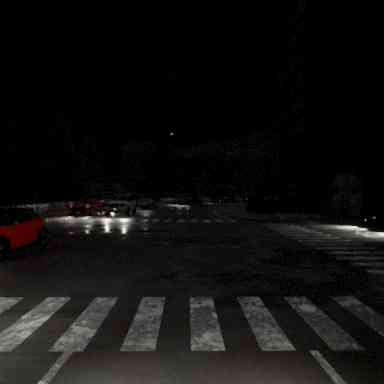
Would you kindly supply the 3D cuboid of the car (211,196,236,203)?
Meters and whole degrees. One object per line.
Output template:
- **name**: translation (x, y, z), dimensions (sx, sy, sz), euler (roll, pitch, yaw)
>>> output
- **car**: translation (6.428, 1.534, 67.067), dimensions (5.357, 1.411, 2.033), euler (0, 0, -33)

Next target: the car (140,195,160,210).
- **car**: translation (-6.062, 1.517, 43.019), dimensions (1.812, 1.442, 4.674), euler (0, 0, 12)

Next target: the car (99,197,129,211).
- **car**: translation (-9.725, 1.469, 42.083), dimensions (1.882, 1.535, 5.008), euler (0, 0, 10)

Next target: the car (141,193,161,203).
- **car**: translation (-6.961, 1.211, 51.768), dimensions (2.150, 2.045, 5.566), euler (0, 0, 26)

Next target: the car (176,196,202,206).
- **car**: translation (-0.064, 1.514, 56.441), dimensions (1.812, 1.442, 4.674), euler (0, 0, 38)

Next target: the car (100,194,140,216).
- **car**: translation (-6.947, 1.216, 32.893), dimensions (2.150, 2.045, 5.566), euler (0, 0, 1)

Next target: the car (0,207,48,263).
- **car**: translation (-7.092, 1.388, 12.038), dimensions (2.097, 1.767, 4.553), euler (0, 0, 0)

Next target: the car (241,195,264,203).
- **car**: translation (12.091, 1.404, 66.069), dimensions (4.553, 1.767, 2.097), euler (0, 0, -23)

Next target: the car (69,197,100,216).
- **car**: translation (-10.396, 1.345, 32.885), dimensions (2.097, 1.767, 4.553), euler (0, 0, 3)

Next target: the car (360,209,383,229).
- **car**: translation (13.098, 1.615, 21.272), dimensions (4.181, 1.385, 1.994), euler (0, 0, 0)

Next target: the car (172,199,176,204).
- **car**: translation (-1.578, 1.513, 60.466), dimensions (1.812, 1.442, 4.674), euler (0, 0, 42)
